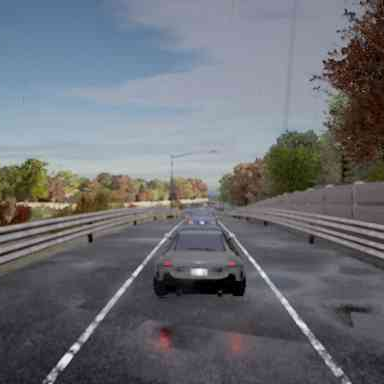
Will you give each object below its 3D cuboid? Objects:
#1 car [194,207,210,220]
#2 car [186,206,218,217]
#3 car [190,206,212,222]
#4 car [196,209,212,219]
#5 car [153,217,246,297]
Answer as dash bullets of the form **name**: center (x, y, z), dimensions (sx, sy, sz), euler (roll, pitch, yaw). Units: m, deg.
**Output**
- **car**: center (1.279, 2.623, 41.005), dimensions (1.882, 1.535, 5.008), euler (0, -4, 3)
- **car**: center (0.583, 1.728, 19.987), dimensions (2.033, 1.411, 5.357), euler (0, -2, 1)
- **car**: center (0.955, 2.249, 34.453), dimensions (2.128, 1.511, 4.902), euler (0, -3, 2)
- **car**: center (1.746, 3.113, 47.364), dimensions (2.033, 1.411, 5.357), euler (0, -4, 4)
- **car**: center (0.203, 1.564, 8.586), dimensions (1.994, 1.385, 4.181), euler (0, 0, 2)
